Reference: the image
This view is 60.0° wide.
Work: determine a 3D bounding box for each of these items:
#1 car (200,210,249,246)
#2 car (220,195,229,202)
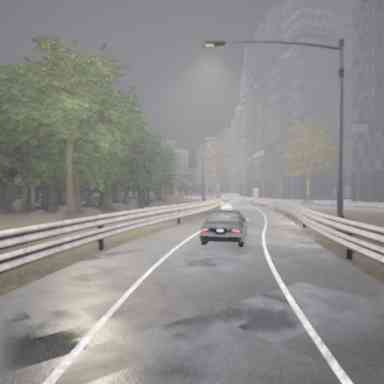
[{"bbox_3d":[1.597,1.554,15.456,2.033,1.411,5.357,0,0,11],"label":"car"},{"bbox_3d":[7.244,1.471,76.917,1.812,1.442,4.674,0,0,-7],"label":"car"}]
